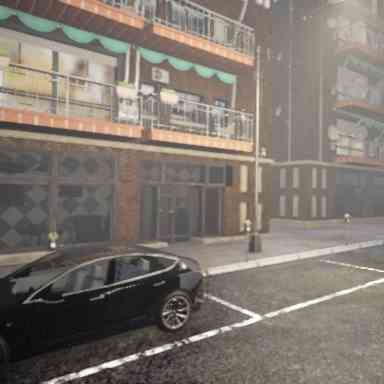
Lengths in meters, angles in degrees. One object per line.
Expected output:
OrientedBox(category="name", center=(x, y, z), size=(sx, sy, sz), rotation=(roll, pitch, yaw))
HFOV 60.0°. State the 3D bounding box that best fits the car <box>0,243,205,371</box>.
OrientedBox(category="car", center=(-1.761, 1.573, 5.291), size=(4.313, 1.339, 1.947), rotation=(0, 1, -35))
